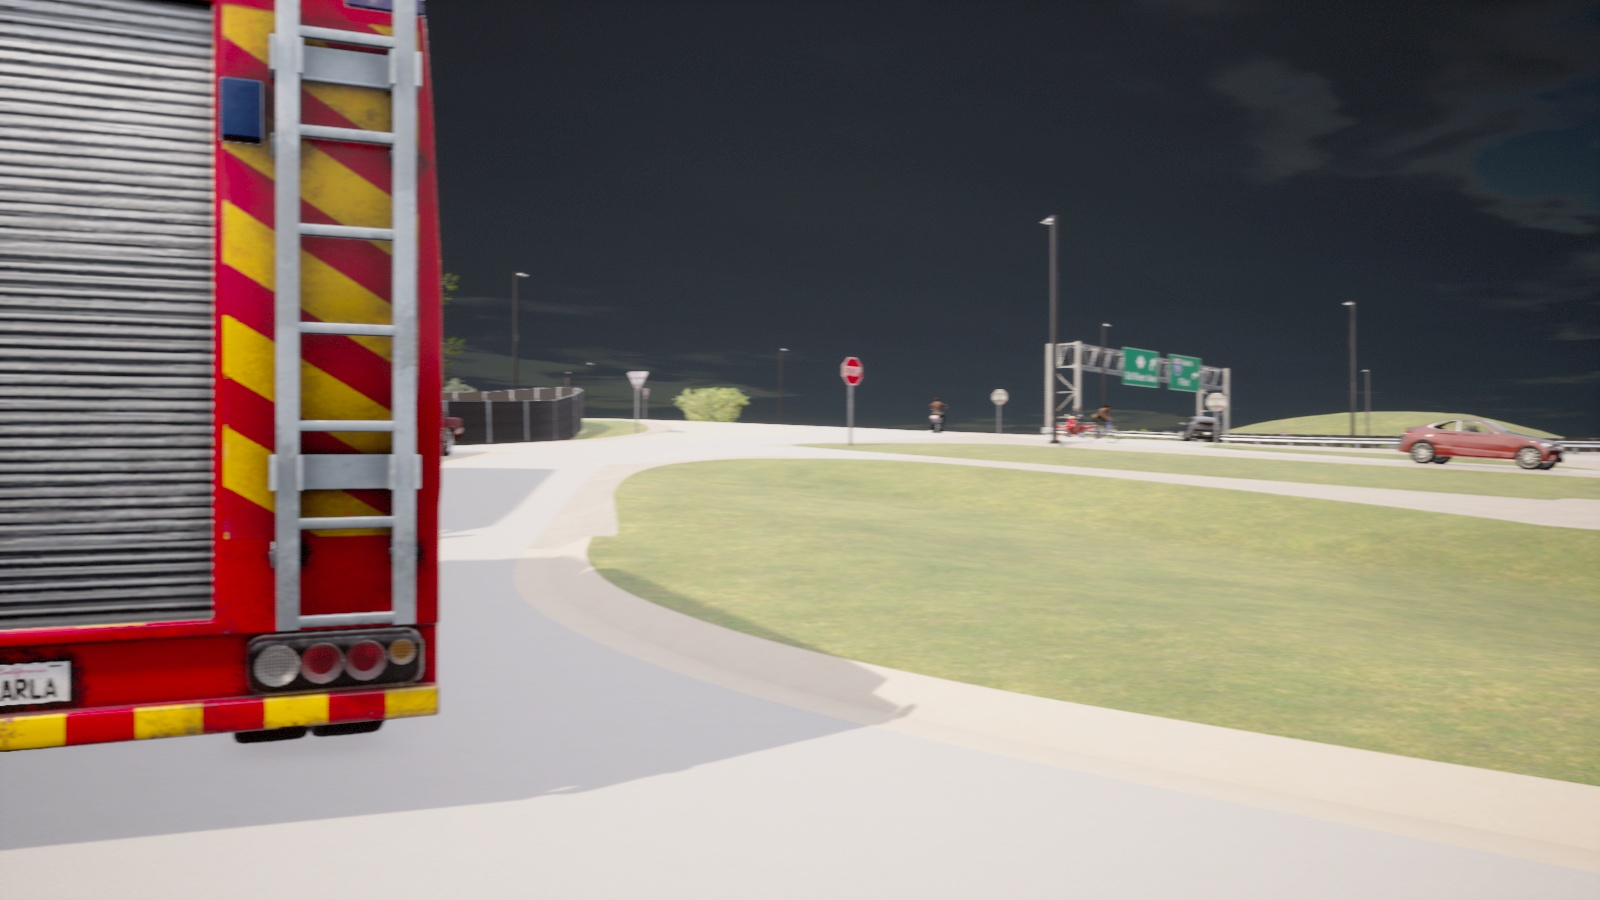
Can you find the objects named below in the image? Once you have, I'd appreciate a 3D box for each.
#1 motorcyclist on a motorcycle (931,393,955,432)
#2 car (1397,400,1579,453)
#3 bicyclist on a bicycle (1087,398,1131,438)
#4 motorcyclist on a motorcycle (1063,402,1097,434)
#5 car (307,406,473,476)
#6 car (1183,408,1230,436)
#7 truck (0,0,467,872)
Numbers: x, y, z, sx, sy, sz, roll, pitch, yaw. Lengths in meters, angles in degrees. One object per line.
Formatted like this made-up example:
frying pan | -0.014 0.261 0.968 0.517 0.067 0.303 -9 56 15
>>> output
motorcyclist on a motorcycle | 6.332 -1.648 55.575 0.766 1.649 2.350 0 1 14
car | 23.481 -0.815 42.995 5.027 1.651 2.152 3 2 44
bicyclist on a bicycle | 13.004 -1.335 52.914 1.656 1.620 0.582 4 3 42
motorcyclist on a motorcycle | 14.515 -1.657 65.073 0.866 1.590 1.817 2 2 44
car | -8.917 -0.266 27.772 1.895 1.301 4.718 -1 3 3
car | 23.453 -1.612 72.608 1.837 1.490 4.892 3 1 9
truck | -4.417 -0.452 8.320 2.891 3.827 8.468 -1 1 -24
